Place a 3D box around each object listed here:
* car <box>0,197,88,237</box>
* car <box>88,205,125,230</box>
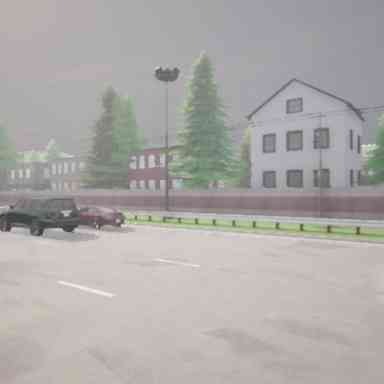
[{"bbox_3d":[-8.686,1.279,18.788,5.566,2.045,2.150,0,0,36],"label":"car"},{"bbox_3d":[-6.317,1.580,21.387,4.674,1.442,1.812,0,0,36],"label":"car"}]
